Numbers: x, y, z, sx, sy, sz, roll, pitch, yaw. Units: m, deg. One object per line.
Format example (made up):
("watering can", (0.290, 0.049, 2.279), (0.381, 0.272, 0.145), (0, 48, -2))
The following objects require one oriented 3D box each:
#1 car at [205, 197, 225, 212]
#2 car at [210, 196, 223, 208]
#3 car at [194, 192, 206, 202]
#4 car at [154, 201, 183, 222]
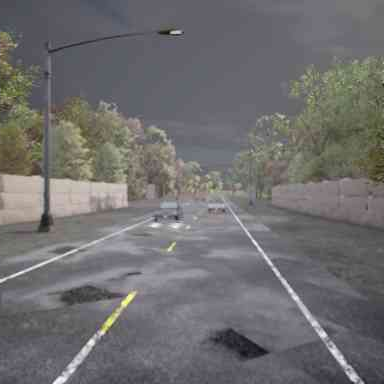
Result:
("car", (2.767, 1.553, 37.685), (1.895, 1.301, 4.718), (0, 0, 4))
("car", (3.586, 1.438, 48.370), (1.837, 1.490, 4.892), (0, 1, 5))
("car", (1.768, 1.064, 70.789), (2.150, 2.045, 5.566), (0, 0, 4))
("car", (-1.727, 1.472, 26.019), (1.812, 1.442, 4.674), (0, 0, 4))
